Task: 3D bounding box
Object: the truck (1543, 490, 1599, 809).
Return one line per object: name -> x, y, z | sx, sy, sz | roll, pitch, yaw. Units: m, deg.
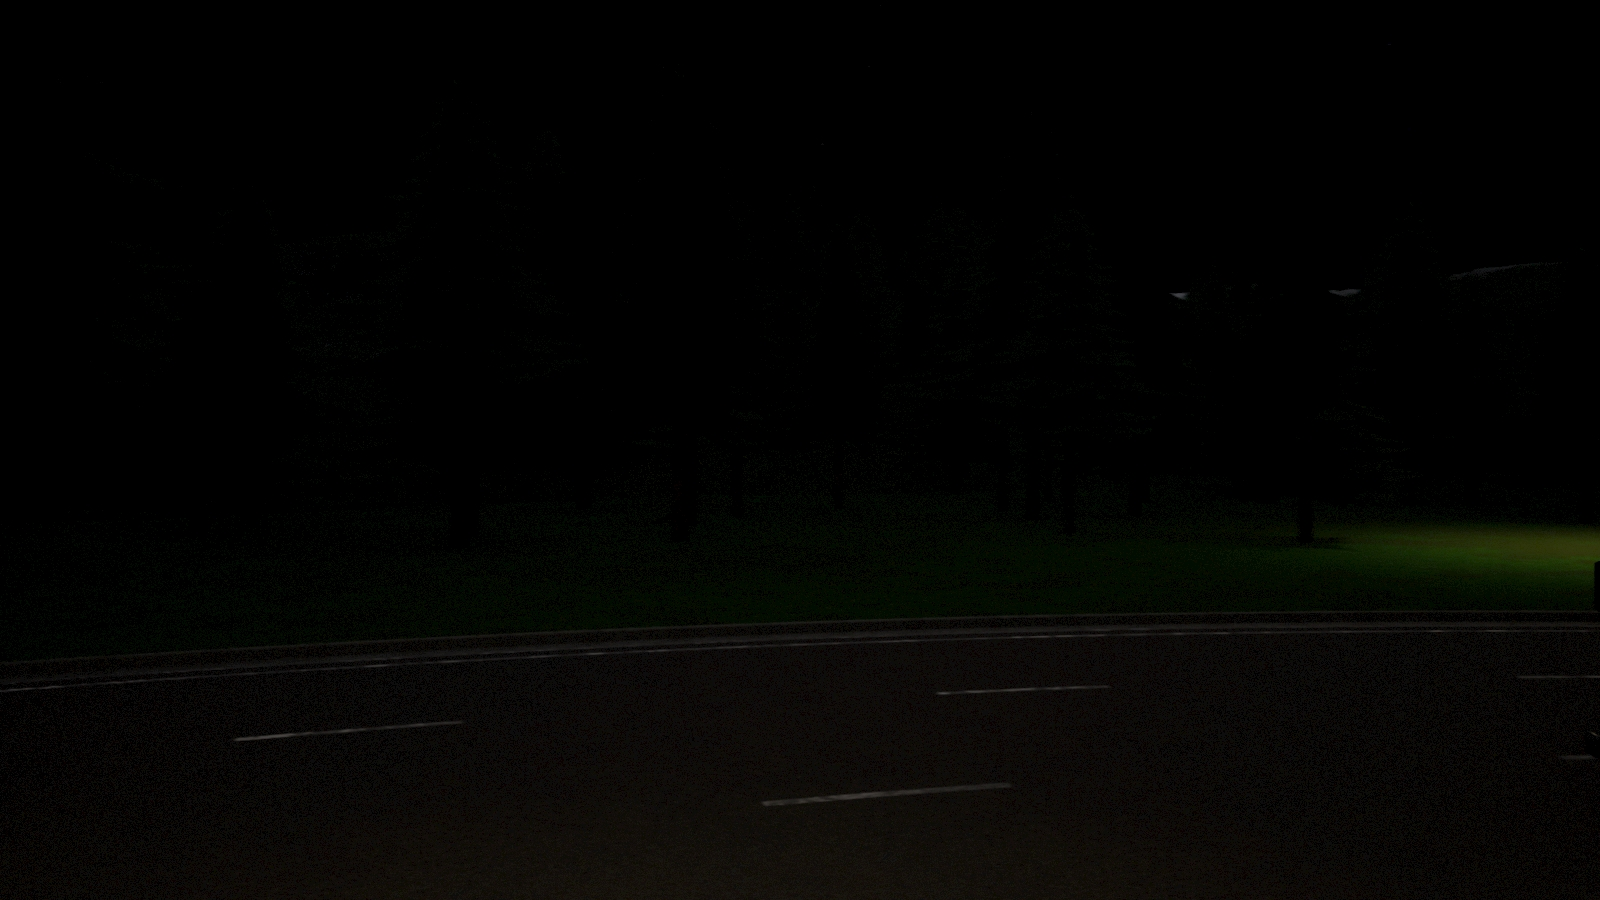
truck -> 8.870, 1.559, 8.371 | 5.204, 2.467, 2.627 | 0, 0, -4
